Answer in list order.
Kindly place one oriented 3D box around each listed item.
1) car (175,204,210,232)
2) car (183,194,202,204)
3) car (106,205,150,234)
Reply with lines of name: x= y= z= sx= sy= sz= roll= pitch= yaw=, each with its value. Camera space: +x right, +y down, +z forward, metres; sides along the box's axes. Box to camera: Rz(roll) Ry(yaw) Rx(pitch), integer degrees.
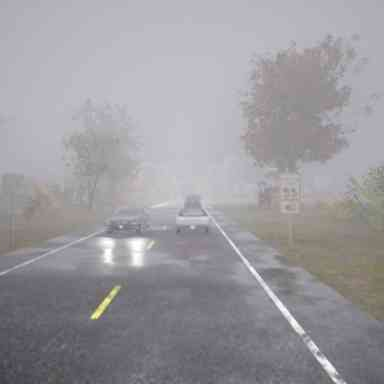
car: x=0.056 y=1.624 z=20.047 sx=1.895 sy=1.301 sz=4.718 roll=0 pitch=0 yaw=0
car: x=0.082 y=1.318 z=43.257 sx=2.150 sy=2.045 sz=5.566 roll=0 pitch=0 yaw=0
car: x=-3.584 y=1.527 z=19.264 sx=1.837 sy=1.490 sz=4.892 roll=0 pitch=0 yaw=0
